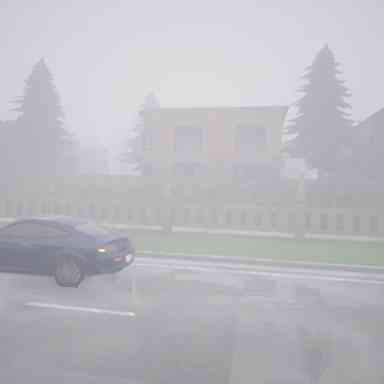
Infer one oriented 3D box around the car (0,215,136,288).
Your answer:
[{"bbox_3d":[-3.714,1.294,8.180,4.674,1.442,1.812,2,1,11],"label":"car"}]
